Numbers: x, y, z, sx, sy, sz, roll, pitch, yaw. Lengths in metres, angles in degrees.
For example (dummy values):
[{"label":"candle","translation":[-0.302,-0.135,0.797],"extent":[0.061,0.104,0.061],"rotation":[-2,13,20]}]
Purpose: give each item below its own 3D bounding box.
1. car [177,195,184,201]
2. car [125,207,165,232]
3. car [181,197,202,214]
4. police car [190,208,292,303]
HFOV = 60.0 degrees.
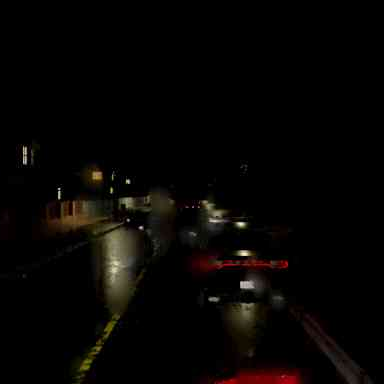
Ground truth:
[{"label":"car","translation":[-2.637,1.463,81.406],"extent":[1.882,1.535,5.008],"rotation":[0,0,0]},{"label":"car","translation":[-2.724,1.603,20.109],"extent":[1.895,1.301,4.718],"rotation":[0,0,0]},{"label":"car","translation":[0.120,1.548,35.397],"extent":[2.033,1.411,5.357],"rotation":[0,0,0]},{"label":"police car","translation":[0.972,1.426,8.421],"extent":[1.930,1.638,5.238],"rotation":[0,0,0]}]
